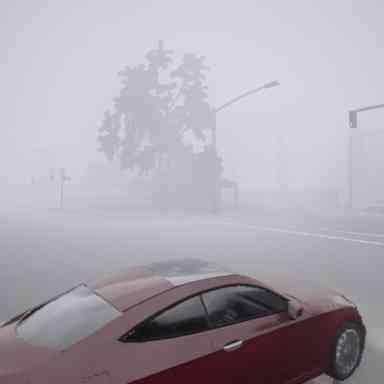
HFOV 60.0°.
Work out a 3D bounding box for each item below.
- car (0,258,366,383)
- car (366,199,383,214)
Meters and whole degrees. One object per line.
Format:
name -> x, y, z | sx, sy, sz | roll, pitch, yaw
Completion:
car -> 0.079, 1.526, 3.796 | 4.674, 1.442, 1.812 | 0, 0, -35
car -> 20.465, 1.488, 35.565 | 4.674, 1.442, 1.812 | 0, 0, -35
